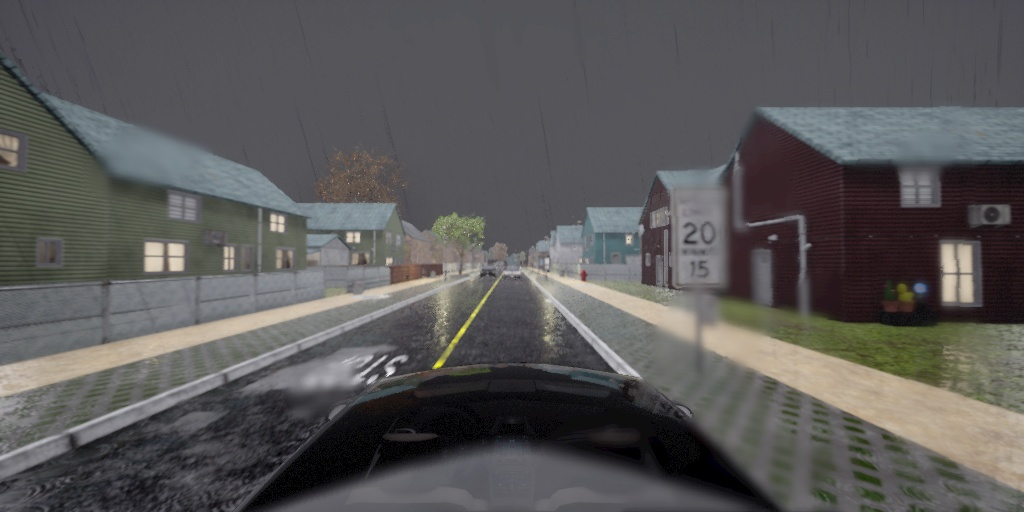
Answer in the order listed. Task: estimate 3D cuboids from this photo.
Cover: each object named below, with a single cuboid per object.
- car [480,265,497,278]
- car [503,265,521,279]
[{"bbox_3d":[-2.736,1.770,42.453,2.033,1.411,5.357,0,-1,0],"label":"car"},{"bbox_3d":[0.011,1.760,37.896,1.895,1.301,4.718,0,-1,0],"label":"car"}]
